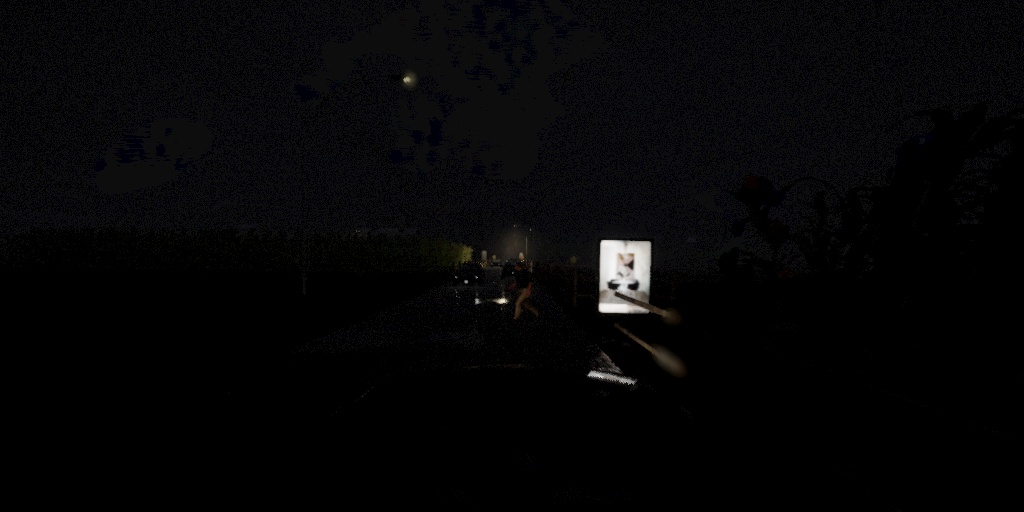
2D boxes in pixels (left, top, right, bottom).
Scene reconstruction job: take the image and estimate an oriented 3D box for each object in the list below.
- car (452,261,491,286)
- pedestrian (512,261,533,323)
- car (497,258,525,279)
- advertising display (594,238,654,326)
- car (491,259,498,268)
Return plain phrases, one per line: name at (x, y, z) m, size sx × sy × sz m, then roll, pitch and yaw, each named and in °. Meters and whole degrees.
car at (-2.840, 1.216, 24.891) m, size 2.033 × 1.411 × 5.357 m, roll 0°, pitch 0°, yaw 0°
pedestrian at (0.295, 0.992, 10.345) m, size 0.375 × 1.860 × 0.375 m, roll -1°, pitch 2°, yaw -10°
car at (0.091, 1.170, 31.579) m, size 2.128 × 1.511 × 4.902 m, roll 0°, pitch 0°, yaw 0°
advertising display at (3.127, 0.723, 10.175) m, size 1.540 × 2.440 × 0.280 m, roll 0°, pitch 0°, yaw 0°
car at (-2.772, 1.269, 63.612) m, size 1.882 × 1.535 × 5.008 m, roll 0°, pitch 0°, yaw 1°
